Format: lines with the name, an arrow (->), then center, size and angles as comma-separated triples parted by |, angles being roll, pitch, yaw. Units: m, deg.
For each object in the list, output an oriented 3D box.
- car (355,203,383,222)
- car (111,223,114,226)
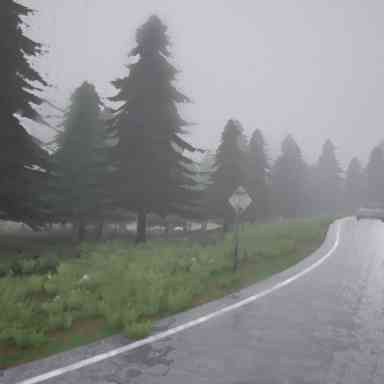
car -> 13.789, 1.492, 25.279 | 1.895, 1.301, 4.718 | 1, 0, 36
car -> -22.047, 8.167, 85.023 | 4.193, 1.474, 1.816 | 4, 3, -5
